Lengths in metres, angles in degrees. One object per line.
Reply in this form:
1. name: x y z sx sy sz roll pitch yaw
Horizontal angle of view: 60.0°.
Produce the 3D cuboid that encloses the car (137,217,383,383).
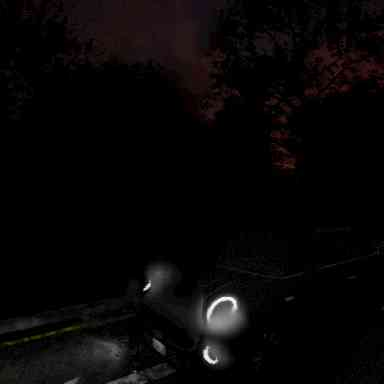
1. car: 1.400 1.356 5.521 4.553 1.767 2.097 0 0 -36
